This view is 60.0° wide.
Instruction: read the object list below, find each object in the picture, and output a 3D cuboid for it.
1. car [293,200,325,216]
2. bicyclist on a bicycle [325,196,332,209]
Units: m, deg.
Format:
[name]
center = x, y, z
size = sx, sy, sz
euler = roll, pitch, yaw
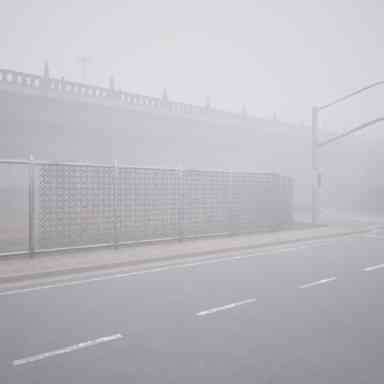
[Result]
[car]
center = 11.052, 1.548, 33.760
size = 2.128, 1.511, 4.902
euler = 0, 0, -36
[bicyclist on a bicycle]
center = 17.735, 1.356, 43.290
size = 1.656, 1.620, 0.582
euler = 0, 0, -36
